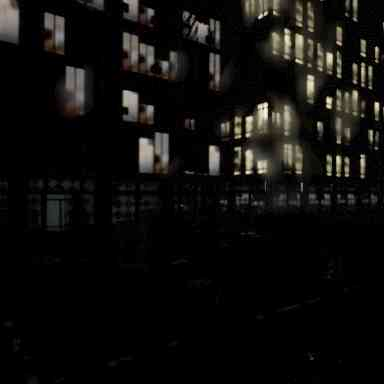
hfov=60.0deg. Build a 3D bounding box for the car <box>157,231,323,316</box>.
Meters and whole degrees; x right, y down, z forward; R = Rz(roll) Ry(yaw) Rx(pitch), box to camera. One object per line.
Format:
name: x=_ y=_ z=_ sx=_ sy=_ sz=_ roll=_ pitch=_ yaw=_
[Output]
car: x=1.246 y=1.581 z=7.444 sx=4.206 sy=1.307 sz=1.802 roll=0 pitch=0 yaw=-35
